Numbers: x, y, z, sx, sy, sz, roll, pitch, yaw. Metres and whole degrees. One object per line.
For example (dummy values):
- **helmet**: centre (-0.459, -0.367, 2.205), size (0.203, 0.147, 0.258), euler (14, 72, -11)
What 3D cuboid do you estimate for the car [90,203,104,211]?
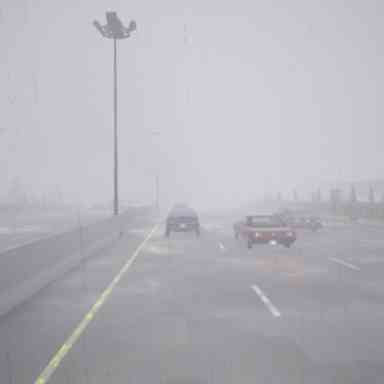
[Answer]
- **car**: centre (-16.084, 2.548, 57.468), size (1.882, 1.535, 5.008), euler (0, -4, -2)

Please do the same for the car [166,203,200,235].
- **car**: centre (-0.569, 1.648, 20.021), size (1.882, 1.535, 5.008), euler (0, 0, -2)

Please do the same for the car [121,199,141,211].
- **car**: centre (-8.836, 1.956, 49.979), size (2.097, 1.767, 4.553), euler (0, -2, -2)

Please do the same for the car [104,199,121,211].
- **car**: centre (-12.512, 2.114, 55.215), size (2.150, 2.045, 5.566), euler (0, -3, -2)

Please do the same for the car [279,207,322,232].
- **car**: centre (6.399, 1.687, 21.142), size (2.033, 1.411, 5.357), euler (0, 0, -2)

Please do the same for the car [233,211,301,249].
- **car**: centre (3.107, 1.710, 15.256), size (1.895, 1.301, 4.718), euler (0, 0, -2)
